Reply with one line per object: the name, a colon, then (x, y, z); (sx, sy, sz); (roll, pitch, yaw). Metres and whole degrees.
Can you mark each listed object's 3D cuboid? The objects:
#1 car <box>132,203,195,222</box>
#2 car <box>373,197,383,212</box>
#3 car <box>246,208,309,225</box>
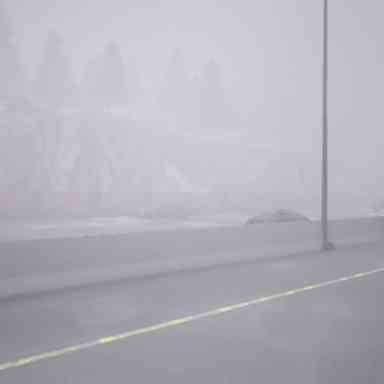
car: (-2.300, 1.665, 27.962); (5.357, 1.411, 2.033); (1, 0, -34)
car: (25.559, 1.595, 42.832); (5.566, 2.045, 2.150); (1, 0, -35)
car: (5.316, 1.696, 20.447); (4.181, 1.385, 1.994); (1, 0, -34)
